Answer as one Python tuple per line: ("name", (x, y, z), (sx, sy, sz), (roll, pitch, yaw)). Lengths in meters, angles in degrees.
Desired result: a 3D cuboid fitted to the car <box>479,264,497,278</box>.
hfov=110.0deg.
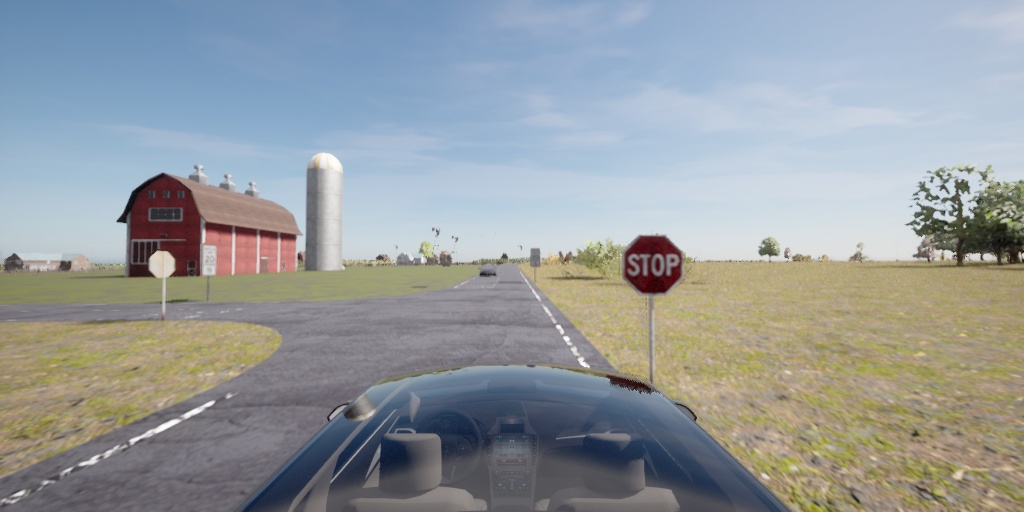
("car", (-2.761, 1.707, 42.254), (1.882, 1.535, 5.008), (0, 0, 0))
